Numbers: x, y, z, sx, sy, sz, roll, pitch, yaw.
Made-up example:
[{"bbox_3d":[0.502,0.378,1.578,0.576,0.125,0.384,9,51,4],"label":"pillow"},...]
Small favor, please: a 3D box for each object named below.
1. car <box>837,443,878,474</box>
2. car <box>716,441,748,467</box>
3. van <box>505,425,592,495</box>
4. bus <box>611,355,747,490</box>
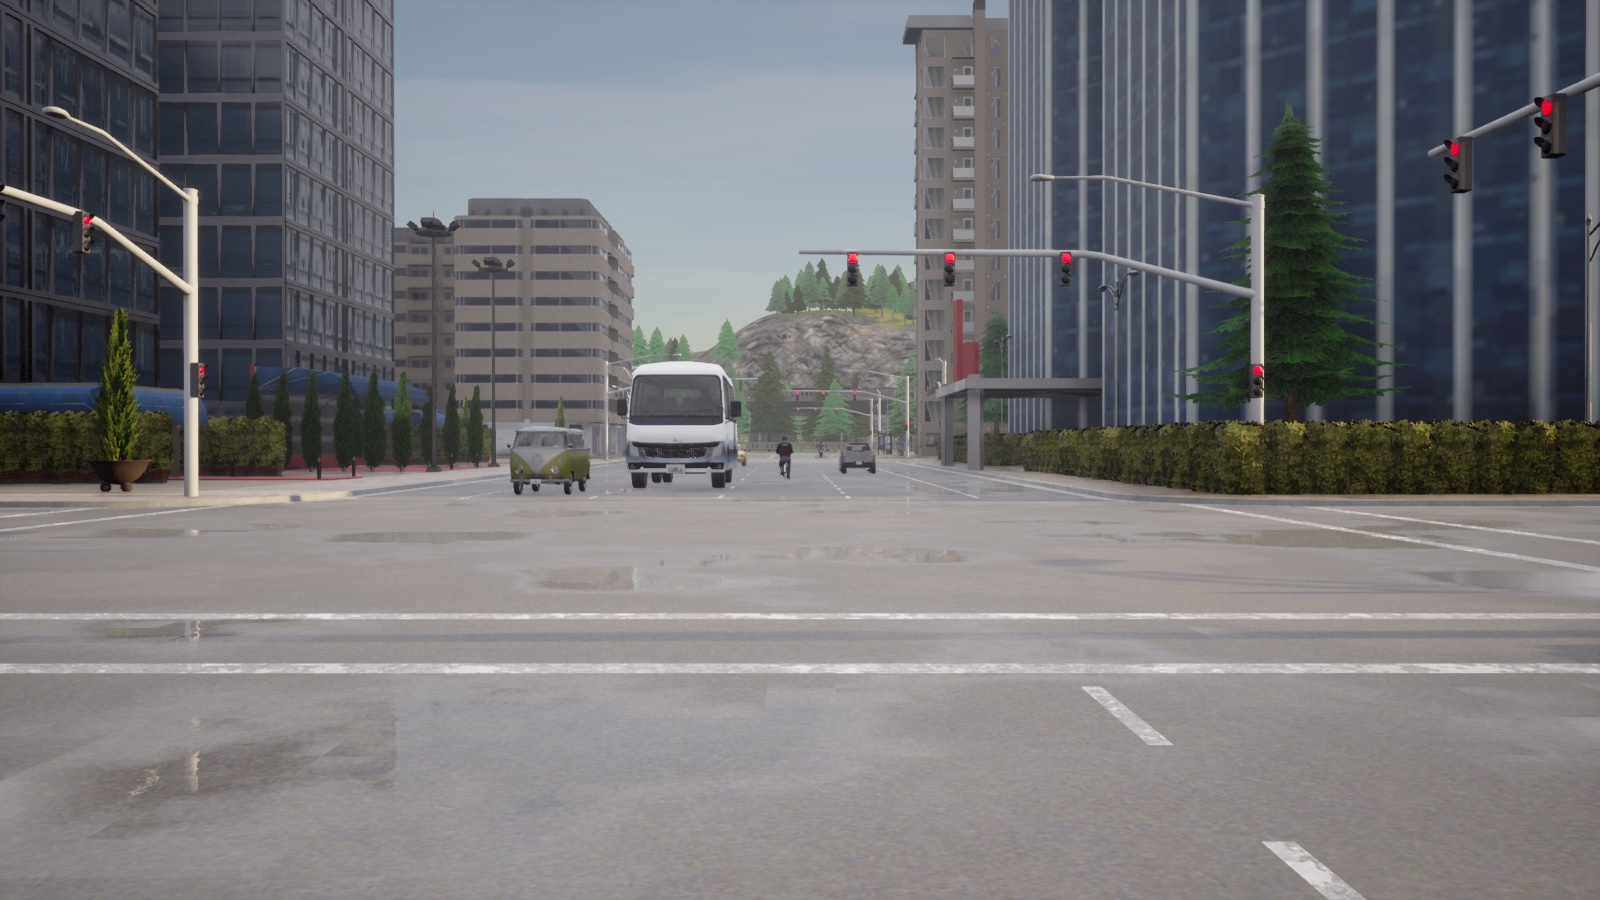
[{"bbox_3d":[2.807,0.411,62.248,1.845,1.501,3.633,0,0,-1],"label":"car"},{"bbox_3d":[-4.360,0.227,80.643,1.801,1.575,5.366,0,0,-1],"label":"car"},{"bbox_3d":[-7.468,0.281,37.704,1.775,1.987,4.442,0,0,-1],"label":"van"},{"bbox_3d":[-4.035,-0.885,44.622,3.944,4.253,10.273,0,0,-1],"label":"bus"}]
